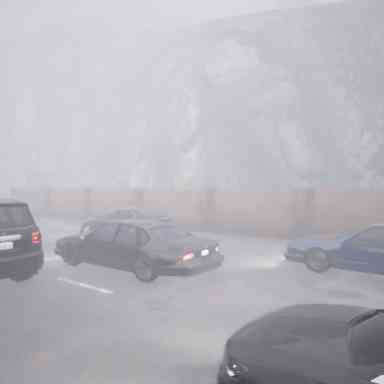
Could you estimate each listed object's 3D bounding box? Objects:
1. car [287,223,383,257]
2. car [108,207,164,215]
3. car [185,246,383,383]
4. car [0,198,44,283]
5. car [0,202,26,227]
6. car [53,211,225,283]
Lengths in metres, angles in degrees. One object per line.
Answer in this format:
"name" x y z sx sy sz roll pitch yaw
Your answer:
"car" 5.291 1.542 8.828 5.357 1.411 2.033 0 0 36
"car" -2.923 1.437 14.719 4.892 1.490 1.837 0 0 36
"car" 2.488 1.511 2.262 4.892 1.490 1.837 1 0 35
"car" -5.983 1.164 8.299 5.566 2.045 2.150 1 0 35
"car" -13.533 1.402 22.344 5.357 1.411 2.033 0 0 36
"car" -1.725 1.505 9.547 5.357 1.411 2.033 0 0 36
